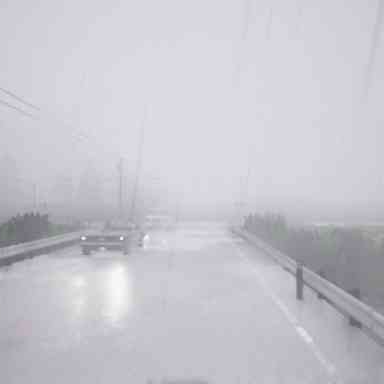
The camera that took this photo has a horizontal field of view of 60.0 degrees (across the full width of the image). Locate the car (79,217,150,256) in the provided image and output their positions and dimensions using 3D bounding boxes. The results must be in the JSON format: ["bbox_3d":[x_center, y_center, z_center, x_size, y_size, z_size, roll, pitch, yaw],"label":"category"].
[{"bbox_3d":[-3.304,1.929,14.656,1.895,1.301,4.718,0,-3,2],"label":"car"}]

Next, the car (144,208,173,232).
[{"bbox_3d":[-2.888,2.418,29.426,2.150,2.045,5.566,0,-3,0],"label":"car"}]
